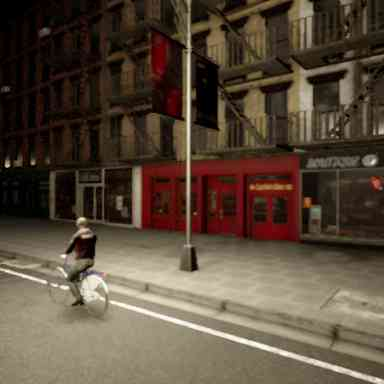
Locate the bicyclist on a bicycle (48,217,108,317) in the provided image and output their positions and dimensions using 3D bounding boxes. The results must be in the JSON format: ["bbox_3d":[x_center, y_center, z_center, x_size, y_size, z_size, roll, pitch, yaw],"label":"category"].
[{"bbox_3d":[-2.202,1.353,6.266,1.843,1.776,0.659,1,0,36],"label":"bicyclist on a bicycle"}]
